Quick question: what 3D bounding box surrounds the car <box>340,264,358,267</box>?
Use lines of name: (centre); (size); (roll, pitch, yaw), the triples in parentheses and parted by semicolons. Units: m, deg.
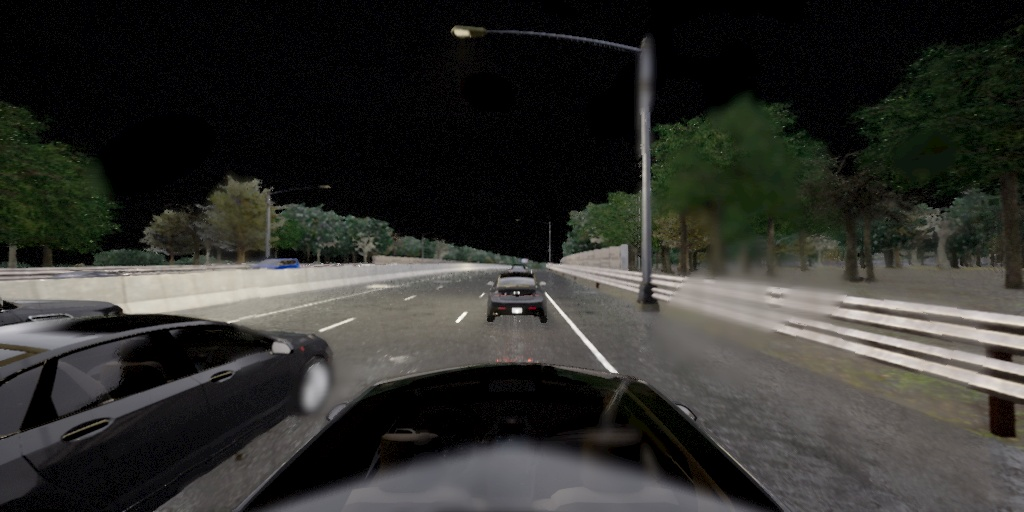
car: (-17.026, 1.609, 37.314); (1.812, 1.442, 4.674); (0, -1, 2)

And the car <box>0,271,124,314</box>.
car: (-6.891, 0.977, 3.181); (2.150, 2.045, 5.566); (0, 0, 0)

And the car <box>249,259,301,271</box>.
car: (-24.044, 1.288, 36.609); (2.150, 2.045, 5.566); (0, 0, 2)

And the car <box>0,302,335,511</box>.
car: (-3.388, 1.261, 3.066); (1.837, 1.490, 4.892); (0, 0, 0)

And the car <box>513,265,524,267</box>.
car: (0.673, 1.644, 37.276); (1.994, 1.385, 4.181); (0, -1, 2)

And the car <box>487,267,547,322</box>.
car: (0.170, 1.321, 12.701); (1.837, 1.490, 4.892); (0, 0, 1)
